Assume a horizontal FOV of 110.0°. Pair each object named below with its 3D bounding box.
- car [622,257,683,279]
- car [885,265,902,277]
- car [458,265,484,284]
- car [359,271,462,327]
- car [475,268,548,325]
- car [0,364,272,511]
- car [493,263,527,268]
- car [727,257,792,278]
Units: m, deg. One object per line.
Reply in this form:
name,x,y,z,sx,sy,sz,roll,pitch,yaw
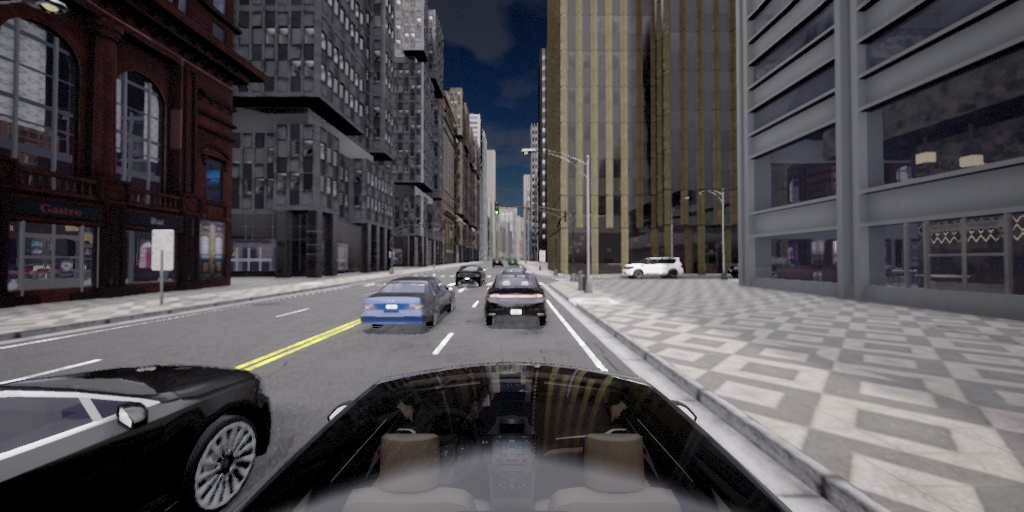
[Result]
car,13.728,1.156,35.010,5.566,2.045,2.150,0,-1,0
car,34.772,1.397,34.998,5.357,1.411,2.033,0,-1,0
car,-3.090,1.424,27.303,1.882,1.535,5.008,0,0,0
car,-3.126,1.381,11.789,2.033,1.411,5.357,0,0,0
car,0.124,1.327,12.188,2.128,1.511,4.902,0,0,0
car,-3.147,1.239,1.364,2.128,1.511,4.902,0,0,0
car,0.311,1.412,23.535,2.128,1.511,4.902,0,0,6
car,24.155,1.113,35.012,5.566,2.045,2.150,0,-1,0
